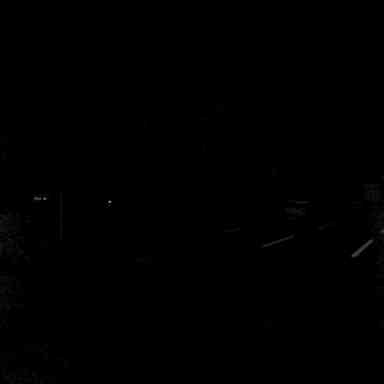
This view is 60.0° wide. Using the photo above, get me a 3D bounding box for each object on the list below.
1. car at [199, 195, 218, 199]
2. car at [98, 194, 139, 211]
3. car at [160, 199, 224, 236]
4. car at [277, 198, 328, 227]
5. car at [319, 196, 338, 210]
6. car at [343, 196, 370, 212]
[{"bbox_3d":[2.291,1.230,50.135,1.812,1.442,4.674,1,1,35],"label":"car"},{"bbox_3d":[-7.856,1.020,35.737,2.097,1.767,4.553,1,0,35],"label":"car"},{"bbox_3d":[0.139,1.269,16.518,1.845,1.501,3.633,1,1,35],"label":"car"},{"bbox_3d":[6.870,1.317,20.836,1.970,1.475,3.806,1,1,35],"label":"car"},{"bbox_3d":[15.228,1.234,37.734,2.007,1.523,4.514,1,1,35],"label":"car"},{"bbox_3d":[17.814,1.265,35.958,2.152,1.636,5.027,1,1,35],"label":"car"}]
